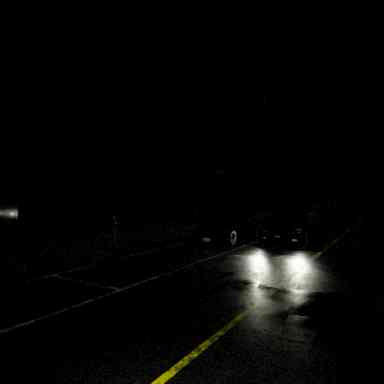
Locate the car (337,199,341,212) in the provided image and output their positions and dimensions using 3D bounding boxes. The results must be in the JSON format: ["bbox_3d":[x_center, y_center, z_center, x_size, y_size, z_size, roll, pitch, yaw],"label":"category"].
[{"bbox_3d":[16.188,1.441,38.893,1.967,1.590,4.097,0,0,32],"label":"car"}]

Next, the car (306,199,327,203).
[{"bbox_3d":[10.407,1.582,29.476,1.802,1.307,4.206,0,0,32],"label":"car"}]

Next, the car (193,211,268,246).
[{"bbox_3d":[1.735,1.566,15.350,1.947,1.339,4.313,0,0,32],"label":"car"}]

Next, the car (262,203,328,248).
[{"bbox_3d":[4.672,1.478,15.227,1.882,1.535,5.008,0,0,32],"label":"car"}]

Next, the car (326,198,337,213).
[{"bbox_3d":[13.297,1.566,34.185,1.947,1.339,4.313,0,0,32],"label":"car"}]
